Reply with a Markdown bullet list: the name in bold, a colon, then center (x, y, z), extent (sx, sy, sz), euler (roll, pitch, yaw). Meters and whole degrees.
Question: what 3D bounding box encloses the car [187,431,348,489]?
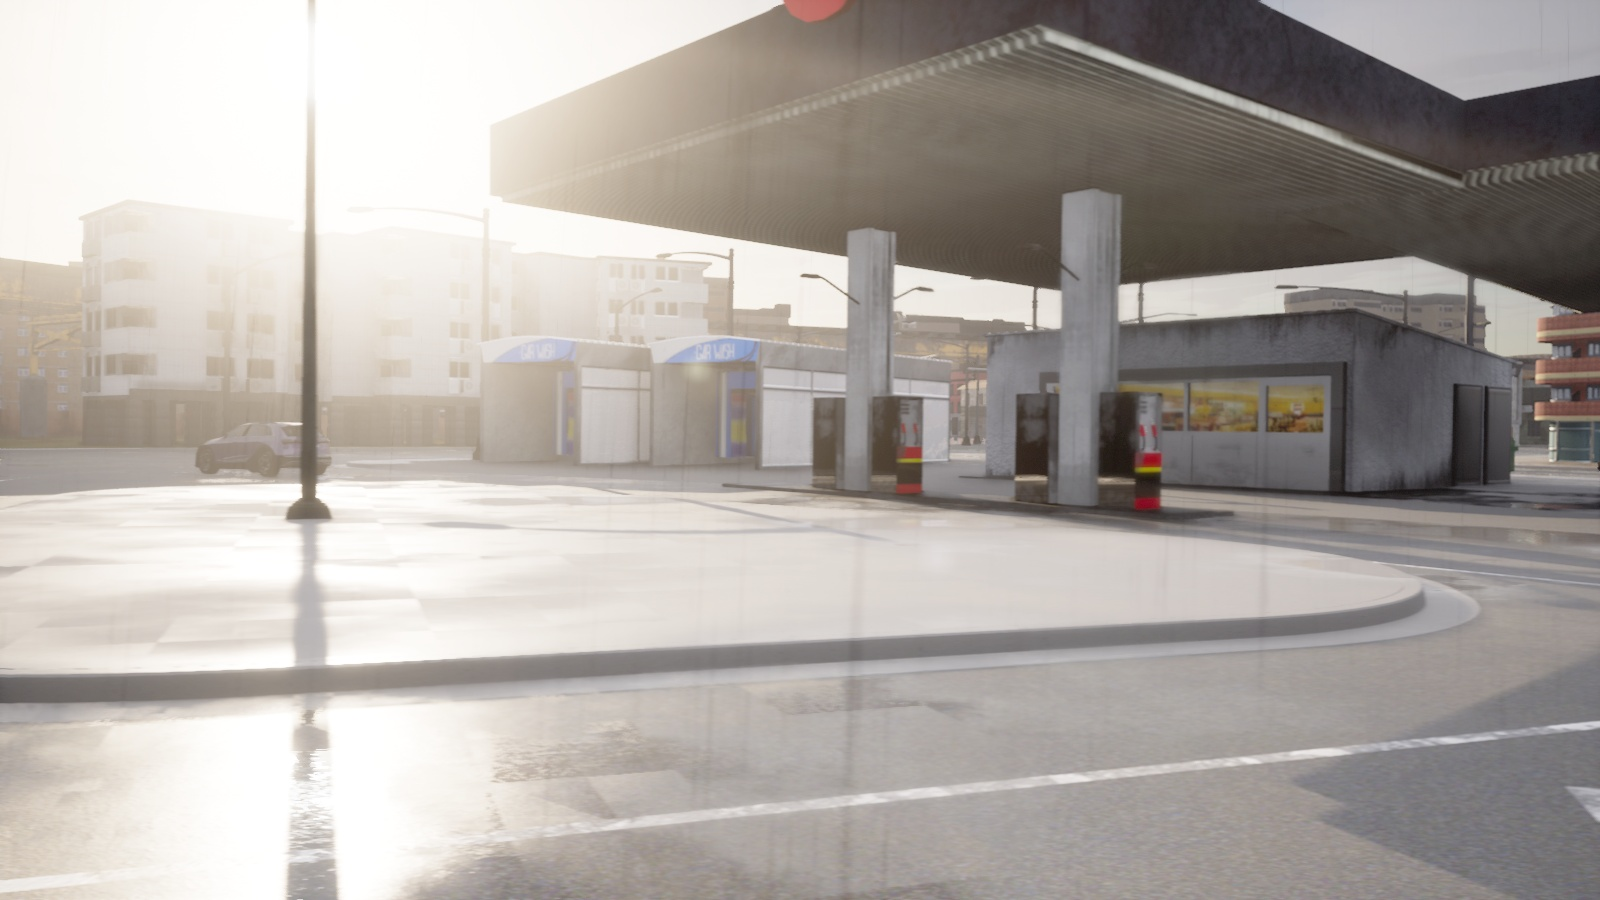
- **car**: center (-16.122, 0.282, 37.946), extent (4.856, 1.649, 2.033), euler (0, 1, 32)
